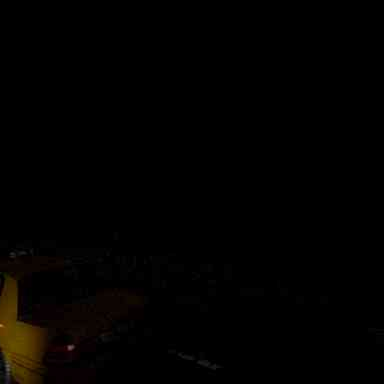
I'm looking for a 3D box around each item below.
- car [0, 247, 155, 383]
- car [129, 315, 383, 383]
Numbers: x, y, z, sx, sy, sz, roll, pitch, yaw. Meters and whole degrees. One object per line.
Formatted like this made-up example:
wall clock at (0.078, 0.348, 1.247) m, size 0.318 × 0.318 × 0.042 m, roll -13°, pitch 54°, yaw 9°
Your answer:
car at (-2.697, 1.524, 5.012) m, size 4.829 × 1.417 × 1.752 m, roll 0°, pitch 1°, yaw 35°
car at (1.990, 1.551, 1.672) m, size 4.403 × 1.369 × 2.008 m, roll 0°, pitch 1°, yaw 35°
